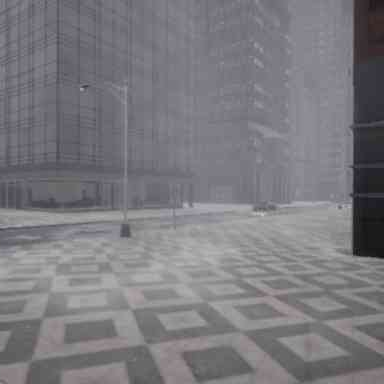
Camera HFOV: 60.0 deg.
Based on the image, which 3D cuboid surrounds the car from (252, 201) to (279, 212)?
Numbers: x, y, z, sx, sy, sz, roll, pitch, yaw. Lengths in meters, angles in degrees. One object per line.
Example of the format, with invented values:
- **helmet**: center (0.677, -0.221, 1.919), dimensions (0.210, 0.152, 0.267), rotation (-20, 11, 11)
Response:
- **car**: center (9.992, 1.963, 44.863), dimensions (2.033, 1.411, 5.357), rotation (0, -1, 35)
